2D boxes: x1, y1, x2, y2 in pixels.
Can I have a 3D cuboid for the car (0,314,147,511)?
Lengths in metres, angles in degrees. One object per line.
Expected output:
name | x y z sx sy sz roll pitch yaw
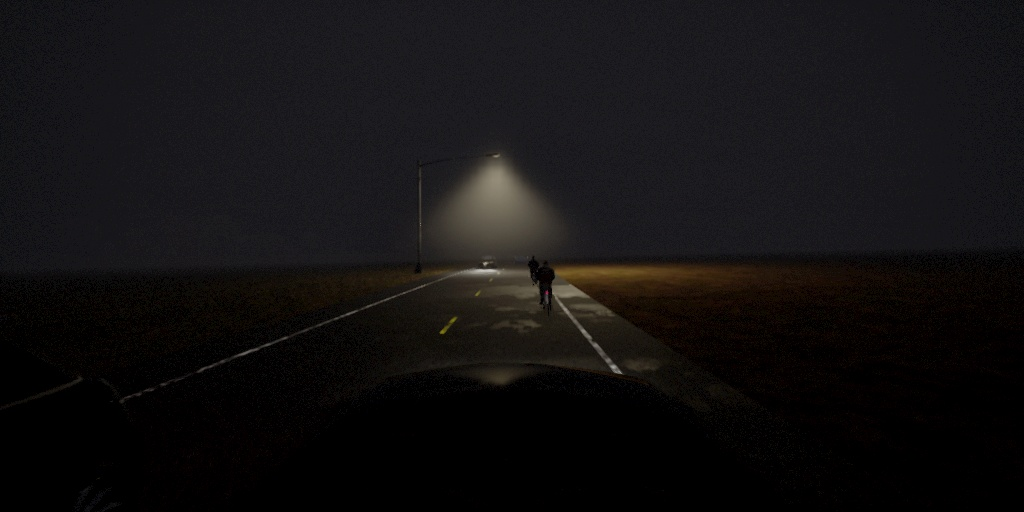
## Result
car | -3.580 1.118 0.476 2.097 1.767 4.553 0 1 0

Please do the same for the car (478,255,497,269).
car | -2.713 0.626 40.386 2.128 1.511 4.902 0 1 2

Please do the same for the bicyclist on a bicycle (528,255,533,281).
bicyclist on a bicycle | 1.195 0.828 20.180 0.659 1.776 1.843 0 1 1

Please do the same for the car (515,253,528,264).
car | 1.409 0.464 54.340 2.033 1.411 5.357 0 1 2

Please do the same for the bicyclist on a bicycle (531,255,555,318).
bicyclist on a bicycle | 1.035 0.970 11.212 0.659 1.776 1.843 0 1 1
